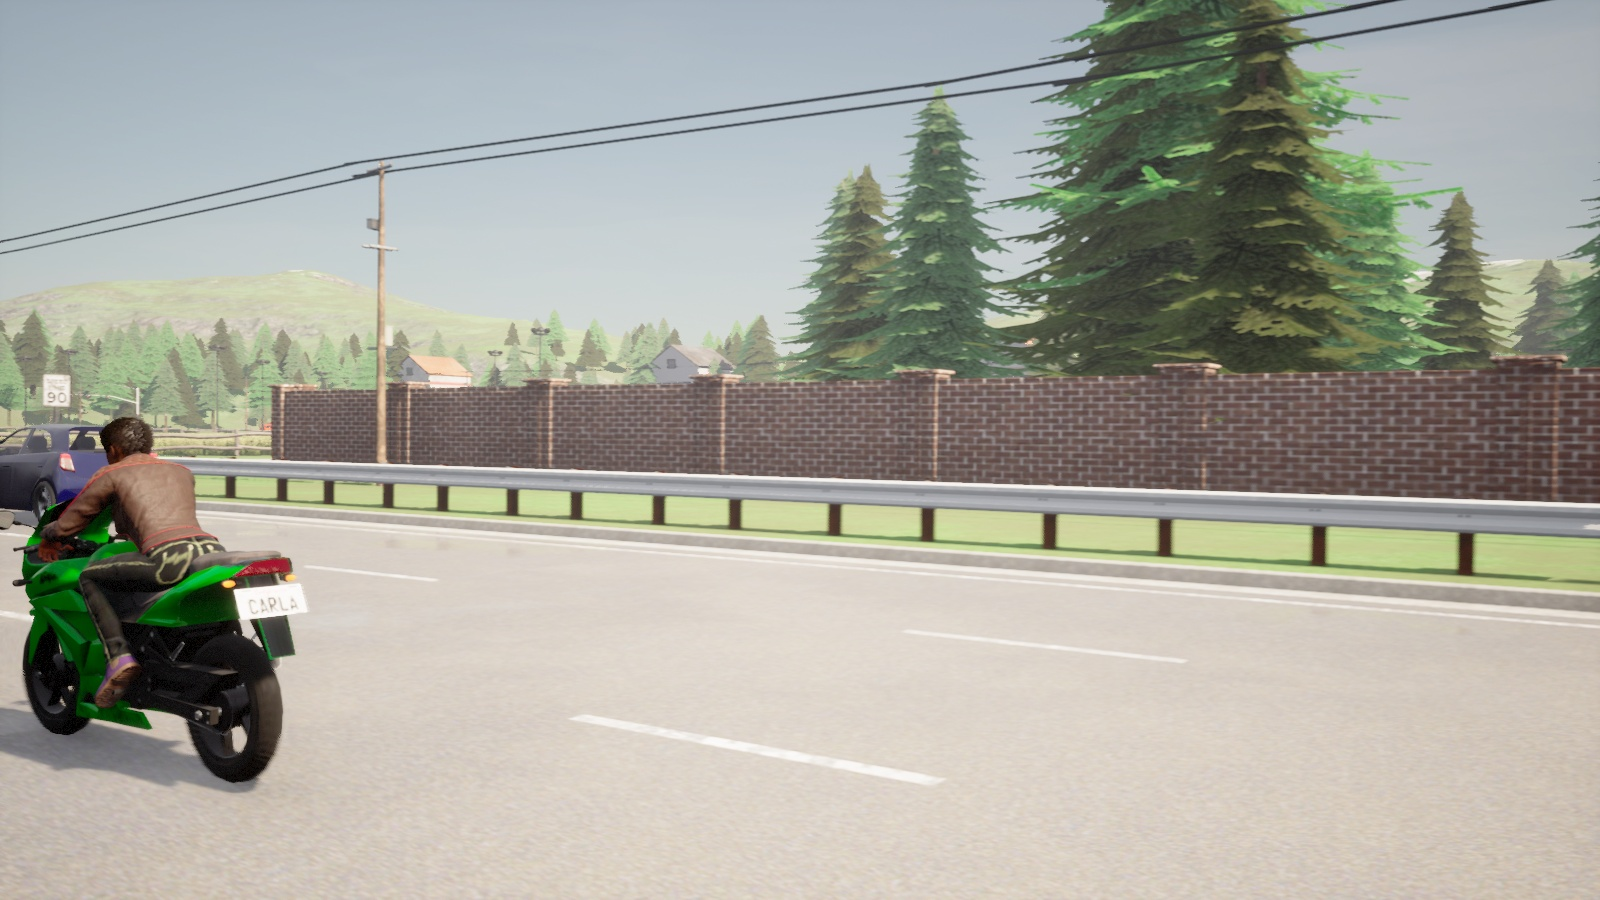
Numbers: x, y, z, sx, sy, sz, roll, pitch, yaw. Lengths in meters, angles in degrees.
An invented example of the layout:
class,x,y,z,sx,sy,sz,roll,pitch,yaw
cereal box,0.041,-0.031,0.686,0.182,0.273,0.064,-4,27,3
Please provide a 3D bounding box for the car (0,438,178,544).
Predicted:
class,x,y,z,sx,sy,sz,roll,pitch,yaw
car,-11.739,0.581,19.825,3.633,1.501,1.845,0,1,34

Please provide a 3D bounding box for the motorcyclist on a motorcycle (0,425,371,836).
class,x,y,z,sx,sy,sz,roll,pitch,yaw
motorcyclist on a motorcycle,-2.898,0.664,5.549,2.044,1.523,0.797,0,1,34
